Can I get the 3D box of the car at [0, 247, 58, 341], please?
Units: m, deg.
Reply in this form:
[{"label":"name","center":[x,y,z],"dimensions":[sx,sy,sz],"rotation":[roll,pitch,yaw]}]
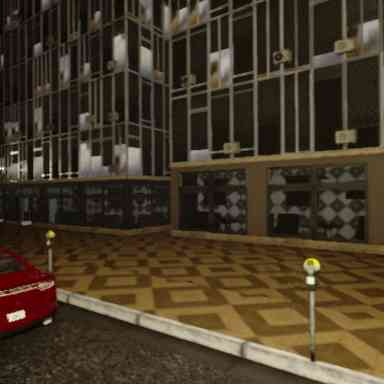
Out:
[{"label":"car","center":[-4.241,1.596,5.895],"dimensions":[4.507,1.381,1.887],"rotation":[-1,0,35]}]
